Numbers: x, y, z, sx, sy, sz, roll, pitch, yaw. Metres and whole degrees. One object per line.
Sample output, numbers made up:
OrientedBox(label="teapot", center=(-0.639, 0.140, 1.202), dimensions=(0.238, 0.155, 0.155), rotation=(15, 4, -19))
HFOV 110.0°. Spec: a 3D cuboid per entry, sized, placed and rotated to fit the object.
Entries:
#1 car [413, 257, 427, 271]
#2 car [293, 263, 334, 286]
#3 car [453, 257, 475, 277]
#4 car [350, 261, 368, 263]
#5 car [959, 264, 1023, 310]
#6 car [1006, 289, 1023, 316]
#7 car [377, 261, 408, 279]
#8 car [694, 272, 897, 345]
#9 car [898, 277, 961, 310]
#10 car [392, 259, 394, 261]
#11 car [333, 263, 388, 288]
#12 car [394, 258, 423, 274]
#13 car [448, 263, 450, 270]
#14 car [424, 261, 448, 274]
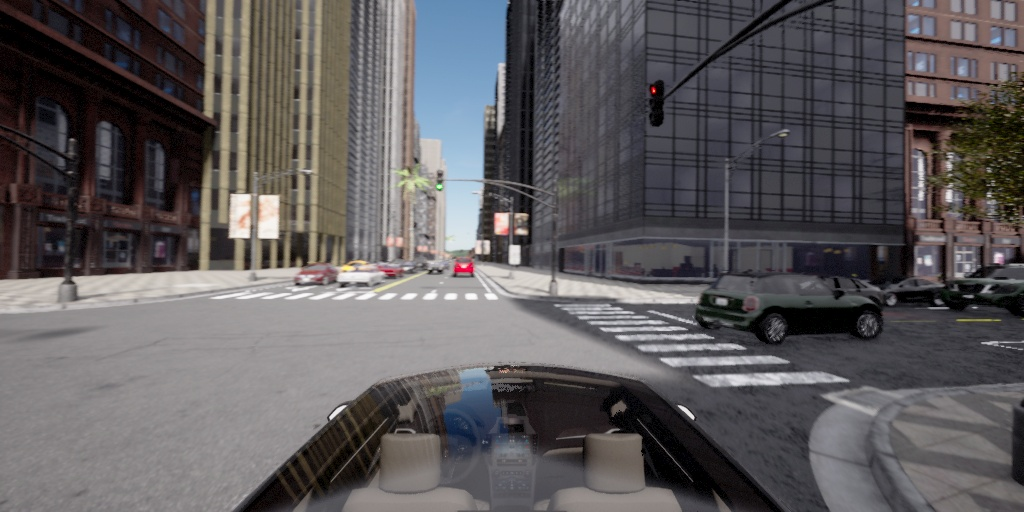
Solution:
OrientedBox(label="car", center=(-13.840, 1.150, 53.475), dimensions=(2.150, 2.045, 5.566), rotation=(1, -1, -8))
OrientedBox(label="car", center=(-13.352, 1.221, 24.844), dimensions=(1.812, 1.442, 4.674), rotation=(1, 0, -10))
OrientedBox(label="car", center=(-5.135, 1.164, 38.307), dimensions=(2.150, 2.045, 5.566), rotation=(1, 0, -8))
OrientedBox(label="car", center=(-14.550, 1.223, 33.902), dimensions=(1.882, 1.535, 5.008), rotation=(1, 0, -7))
OrientedBox(label="car", center=(21.255, 1.338, 15.033), dimensions=(5.566, 2.045, 2.150), rotation=(1, -1, -10))
OrientedBox(label="car", center=(14.270, 1.525, 8.133), dimensions=(4.207, 1.307, 1.802), rotation=(0, 0, -9))
OrientedBox(label="car", center=(-11.175, 1.397, 33.111), dimensions=(1.895, 1.301, 4.718), rotation=(1, 0, -7))
OrientedBox(label="car", center=(7.444, 1.228, 9.738), dimensions=(4.553, 1.767, 2.097), rotation=(1, 0, -14))
OrientedBox(label="car", center=(18.578, 1.676, 17.403), dimensions=(4.313, 1.339, 1.948), rotation=(0, 0, -9))
OrientedBox(label="car", center=(-15.788, 1.408, 43.545), dimensions=(1.895, 1.301, 4.718), rotation=(1, -1, -8))
OrientedBox(label="car", center=(-9.971, 1.348, 24.027), dimensions=(1.895, 1.301, 4.718), rotation=(1, 0, -8))
OrientedBox(label="car", center=(-12.455, 1.351, 43.171), dimensions=(2.128, 1.511, 4.902), rotation=(1, -1, -8))
OrientedBox(label="car", center=(-11.470, 1.581, 60.492), dimensions=(2.033, 1.411, 5.357), rotation=(1, 0, -7))
OrientedBox(label="car", center=(-9.138, 1.520, 43.610), dimensions=(1.895, 1.301, 4.718), rotation=(1, 0, -8))
